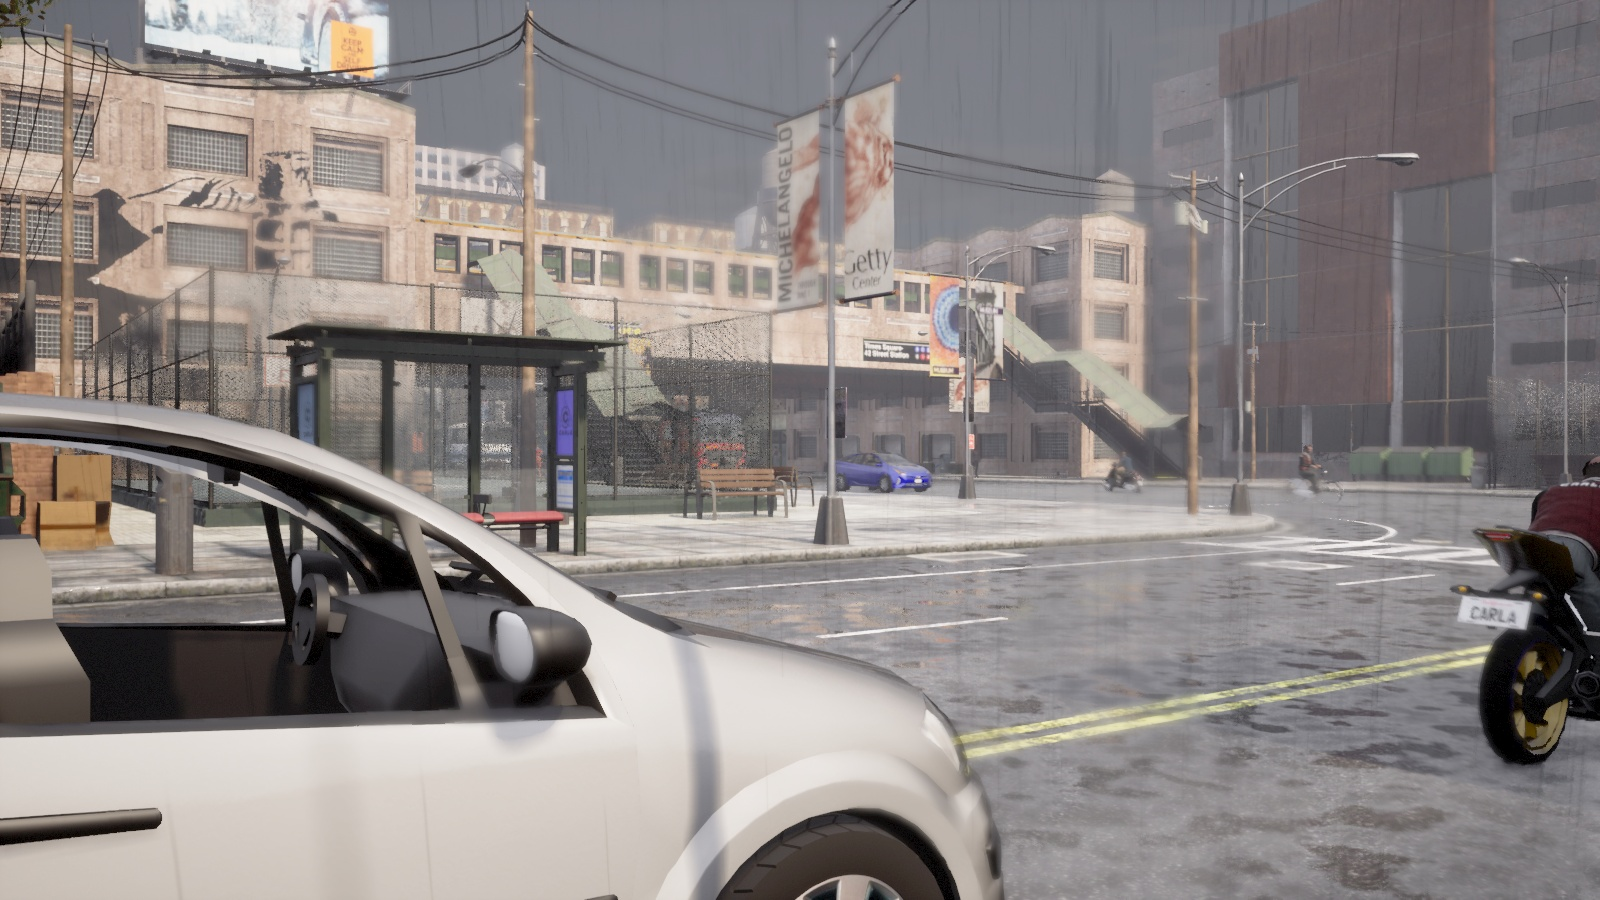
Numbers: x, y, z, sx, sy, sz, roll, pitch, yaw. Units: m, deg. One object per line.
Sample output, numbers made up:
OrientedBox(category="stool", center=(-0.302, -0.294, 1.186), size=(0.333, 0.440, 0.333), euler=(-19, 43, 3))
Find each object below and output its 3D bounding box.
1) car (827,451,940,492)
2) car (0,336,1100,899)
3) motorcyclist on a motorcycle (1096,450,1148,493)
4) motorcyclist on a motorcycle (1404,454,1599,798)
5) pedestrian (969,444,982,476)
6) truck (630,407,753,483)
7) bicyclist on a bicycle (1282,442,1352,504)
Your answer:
OrientedBox(category="car", center=(3.179, 0.804, 48.526), size=(2.007, 1.525, 4.514), euler=(0, 0, -34))
OrientedBox(category="car", center=(-1.441, 0.653, 2.657), size=(3.988, 1.617, 1.851), euler=(0, 0, -35))
OrientedBox(category="motorcyclist on a motorcycle", center=(12.222, 0.789, 47.709), size=(0.866, 1.590, 1.817), euler=(0, 0, -34))
OrientedBox(category="motorcyclist on a motorcycle", center=(4.185, 0.787, 6.582), size=(2.191, 1.530, 0.866), euler=(0, 0, -35))
OrientedBox(category="pedestrian", center=(10.098, 0.557, 72.164), size=(0.328, 1.805, 0.869), euler=(0, 0, -23))
OrientedBox(category="truck", center=(-6.034, -0.240, 68.266), size=(2.891, 3.827, 8.468), euler=(0, 0, -34))
OrientedBox(category="bicyclist on a bicycle", center=(15.256, 0.674, 37.081), size=(0.659, 1.776, 1.843), euler=(0, 0, -34))
